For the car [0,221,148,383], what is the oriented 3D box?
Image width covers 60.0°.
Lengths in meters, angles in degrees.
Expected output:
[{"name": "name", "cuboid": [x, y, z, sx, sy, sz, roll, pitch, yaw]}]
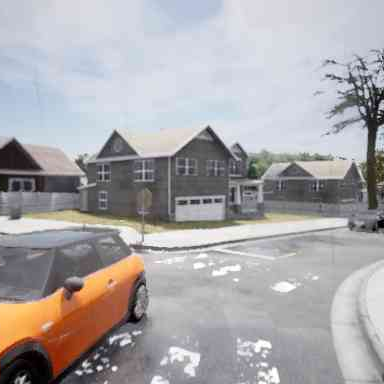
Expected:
[{"name": "car", "cuboid": [-2.252, 1.387, 4.550, 2.097, 1.767, 4.553, 1, -1, 13]}]

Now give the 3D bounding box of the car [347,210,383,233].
[{"name": "car", "cuboid": [13.170, 2.100, 24.631, 2.128, 1.511, 4.902, 2, 0, 45]}]
